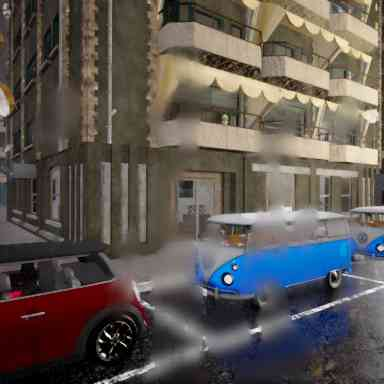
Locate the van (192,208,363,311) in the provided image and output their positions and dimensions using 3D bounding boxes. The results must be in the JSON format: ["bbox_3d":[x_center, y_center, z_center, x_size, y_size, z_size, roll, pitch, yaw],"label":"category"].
[{"bbox_3d":[1.904,1.343,7.466,3.998,1.788,1.690,0,0,-36],"label":"van"}]

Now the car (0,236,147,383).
[{"bbox_3d":[-2.722,1.440,4.152,4.097,1.590,1.967,0,0,-36],"label":"car"}]

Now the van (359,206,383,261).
[{"bbox_3d":[6.529,1.345,10.780,3.998,1.788,1.690,0,0,-36],"label":"van"}]
